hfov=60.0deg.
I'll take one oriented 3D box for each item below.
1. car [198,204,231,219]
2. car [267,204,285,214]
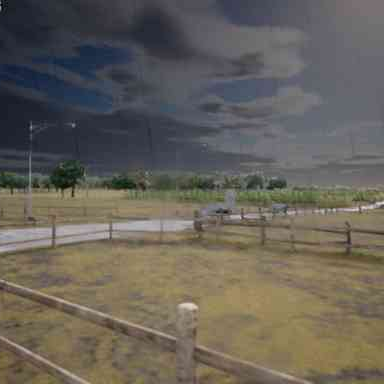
[{"bbox_3d":[2.392,2.011,35.767,2.128,1.511,4.902,2,0,35],"label":"car"},{"bbox_3d":[13.013,2.565,50.665,1.837,1.490,4.892,2,-1,35],"label":"car"}]
